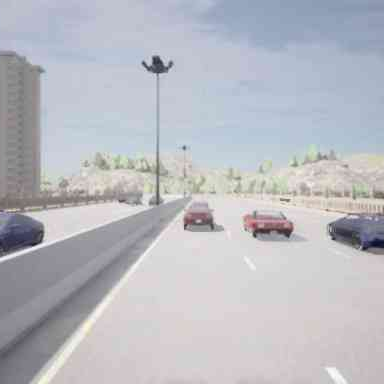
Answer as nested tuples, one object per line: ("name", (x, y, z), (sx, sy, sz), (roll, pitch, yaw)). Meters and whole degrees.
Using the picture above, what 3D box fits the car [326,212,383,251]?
("car", (7.257, 1.542, 13.942), (1.994, 1.385, 4.181), (0, 0, 1))

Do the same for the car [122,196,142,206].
("car", (-9.283, 1.411, 53.465), (2.128, 1.511, 4.902), (0, 0, 2))

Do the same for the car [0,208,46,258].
("car", (-6.989, 1.508, 12.047), (1.812, 1.442, 4.674), (0, 0, 1))

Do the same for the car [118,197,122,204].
("car", (-12.481, 1.509, 62.328), (1.895, 1.301, 4.718), (0, 0, 2))

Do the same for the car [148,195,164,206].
("car", (-5.769, 1.271, 53.917), (2.097, 1.767, 4.553), (0, 0, 2))

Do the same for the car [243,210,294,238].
("car", (3.834, 1.574, 17.554), (1.895, 1.301, 4.718), (0, 0, 1))

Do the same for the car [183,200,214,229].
("car", (0.447, 1.493, 21.192), (1.812, 1.442, 4.674), (0, 0, 2))
